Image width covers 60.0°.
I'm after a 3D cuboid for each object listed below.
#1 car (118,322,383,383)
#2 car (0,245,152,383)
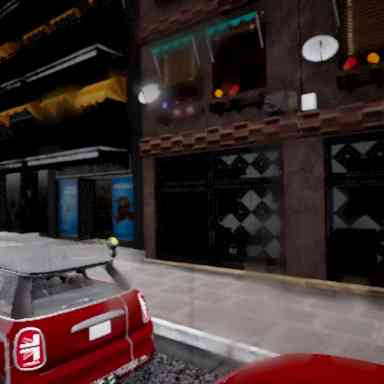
[{"bbox_3d":[1.972,1.543,1.336,4.507,1.381,1.887,0,-1,36],"label":"car"},{"bbox_3d":[-2.527,1.453,4.555,4.097,1.590,1.967,0,-1,36],"label":"car"}]
